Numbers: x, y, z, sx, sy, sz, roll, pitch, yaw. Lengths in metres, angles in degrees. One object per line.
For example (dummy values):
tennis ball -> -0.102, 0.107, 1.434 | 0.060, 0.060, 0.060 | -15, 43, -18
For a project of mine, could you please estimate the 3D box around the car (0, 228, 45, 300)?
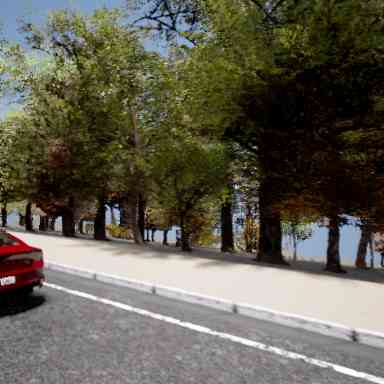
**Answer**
car -> -5.349, 1.470, 7.496 | 5.008, 1.535, 1.882 | 0, 0, 36
